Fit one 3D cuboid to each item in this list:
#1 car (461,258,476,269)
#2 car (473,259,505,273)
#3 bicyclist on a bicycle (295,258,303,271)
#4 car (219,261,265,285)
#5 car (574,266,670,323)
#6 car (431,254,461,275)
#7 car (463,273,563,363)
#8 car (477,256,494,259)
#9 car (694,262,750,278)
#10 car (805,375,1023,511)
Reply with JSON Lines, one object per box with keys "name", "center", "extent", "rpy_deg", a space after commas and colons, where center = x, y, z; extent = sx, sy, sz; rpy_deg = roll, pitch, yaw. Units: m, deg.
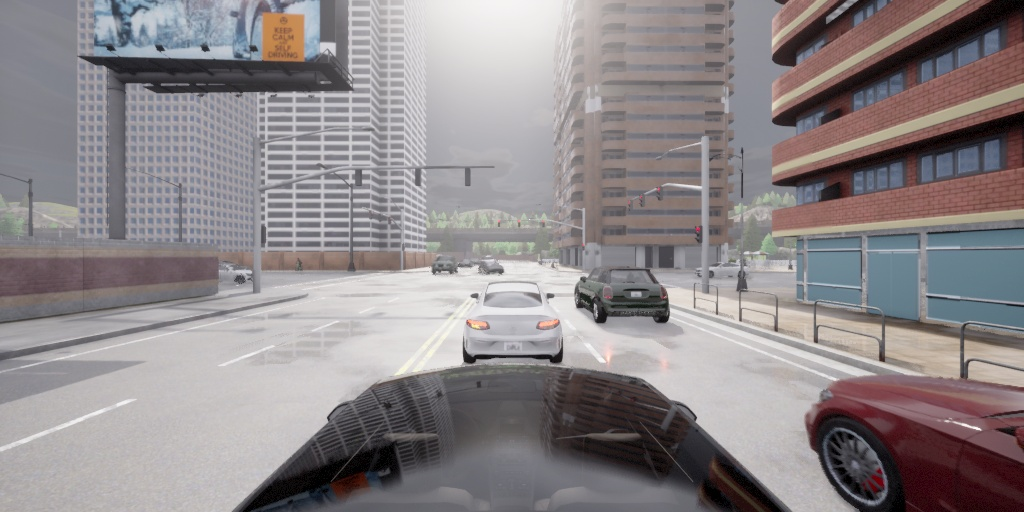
{"name": "car", "center": [-7.561, 1.227, 58.643], "extent": [1.882, 1.535, 5.008], "rpy_deg": [0, 0, 0]}
{"name": "car", "center": [-2.388, 1.297, 39.066], "extent": [2.033, 1.411, 5.357], "rpy_deg": [0, 0, -19]}
{"name": "bicyclist on a bicycle", "center": [-25.994, 1.051, 43.769], "extent": [0.582, 1.620, 1.656], "rpy_deg": [0, 0, 0]}
{"name": "car", "center": [-20.486, 1.276, 25.825], "extent": [4.674, 1.442, 1.812], "rpy_deg": [0, 0, 0]}
{"name": "car", "center": [3.494, 1.102, 12.236], "extent": [2.097, 1.767, 4.553], "rpy_deg": [0, 0, 0]}
{"name": "car", "center": [-7.417, 0.973, 39.900], "extent": [2.150, 2.045, 5.566], "rpy_deg": [0, 0, 0]}
{"name": "car", "center": [0.014, 1.276, 8.019], "extent": [1.812, 1.442, 4.674], "rpy_deg": [0, 0, 0]}
{"name": "car", "center": [-4.087, 0.971, 59.622], "extent": [2.150, 2.045, 5.566], "rpy_deg": [0, 0, 0]}
{"name": "car", "center": [19.372, 1.276, 33.106], "extent": [4.674, 1.442, 1.812], "rpy_deg": [0, 0, 0]}
{"name": "car", "center": [3.594, 1.276, 1.290], "extent": [1.812, 1.442, 4.674], "rpy_deg": [0, 0, 0]}
